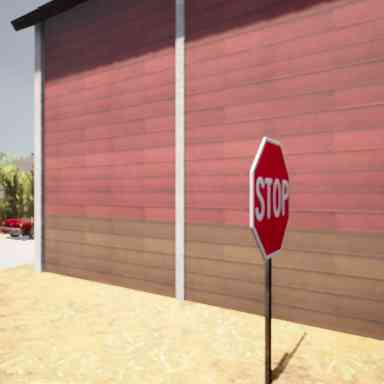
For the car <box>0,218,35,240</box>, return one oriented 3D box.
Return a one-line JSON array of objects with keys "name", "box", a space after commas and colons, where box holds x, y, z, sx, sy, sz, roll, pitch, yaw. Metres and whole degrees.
[{"name": "car", "box": [-7.198, 1.597, 17.275, 1.895, 1.301, 4.718, 0, 0, 32]}]
